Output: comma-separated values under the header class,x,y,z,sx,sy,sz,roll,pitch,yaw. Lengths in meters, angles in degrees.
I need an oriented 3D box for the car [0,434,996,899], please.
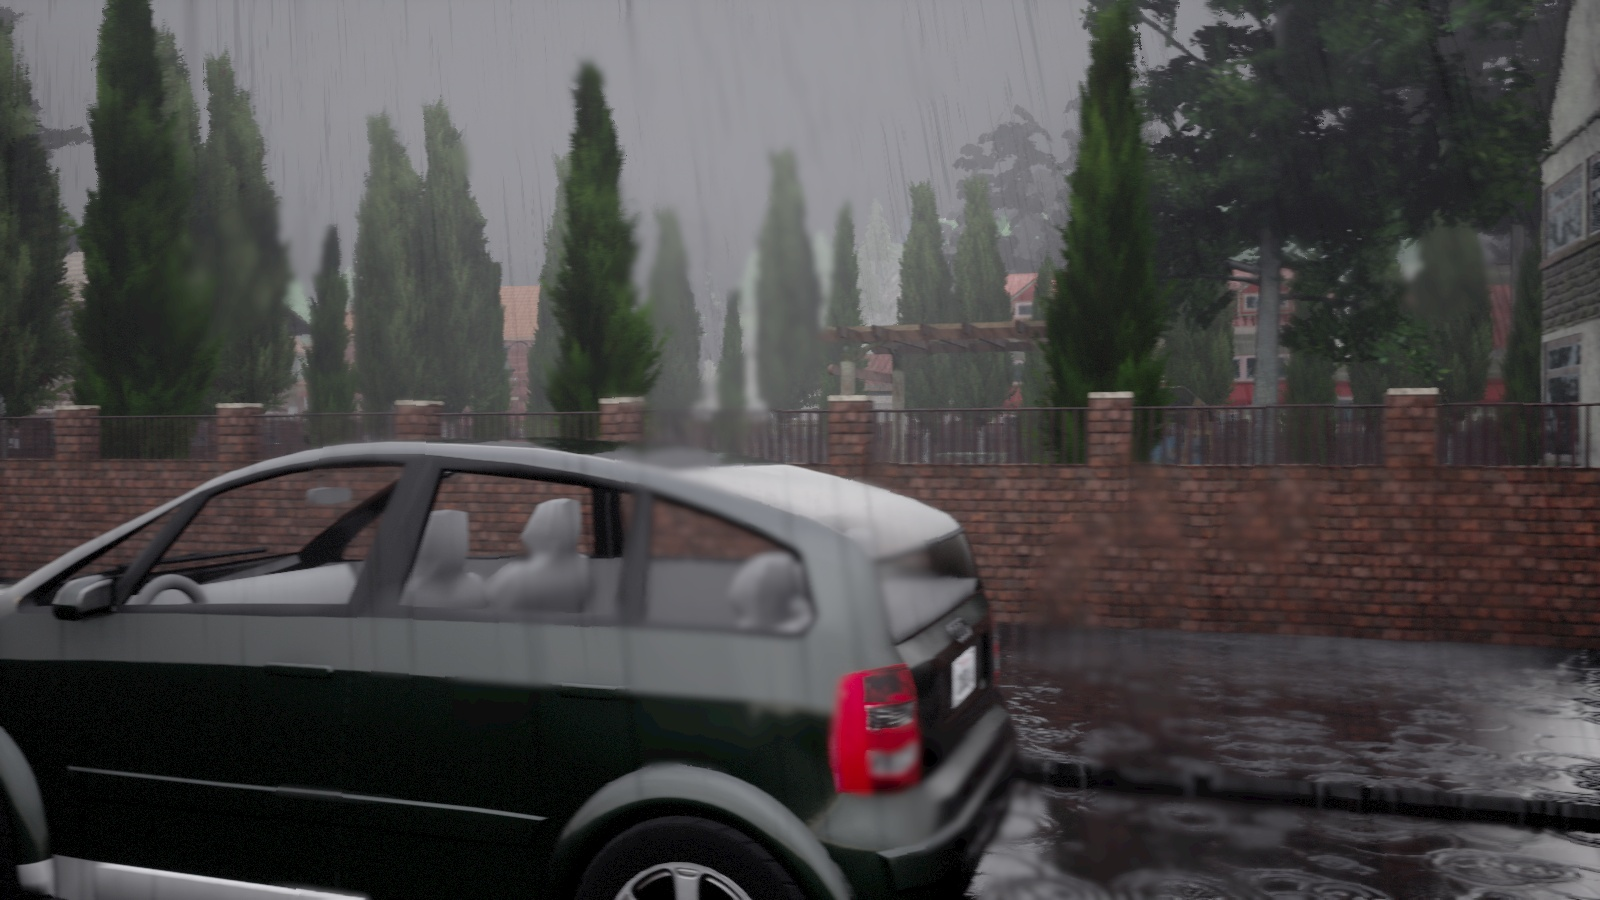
class,x,y,z,sx,sy,sz,roll,pitch,yaw
car,-1.356,0.733,4.177,3.705,1.549,1.789,1,1,19
